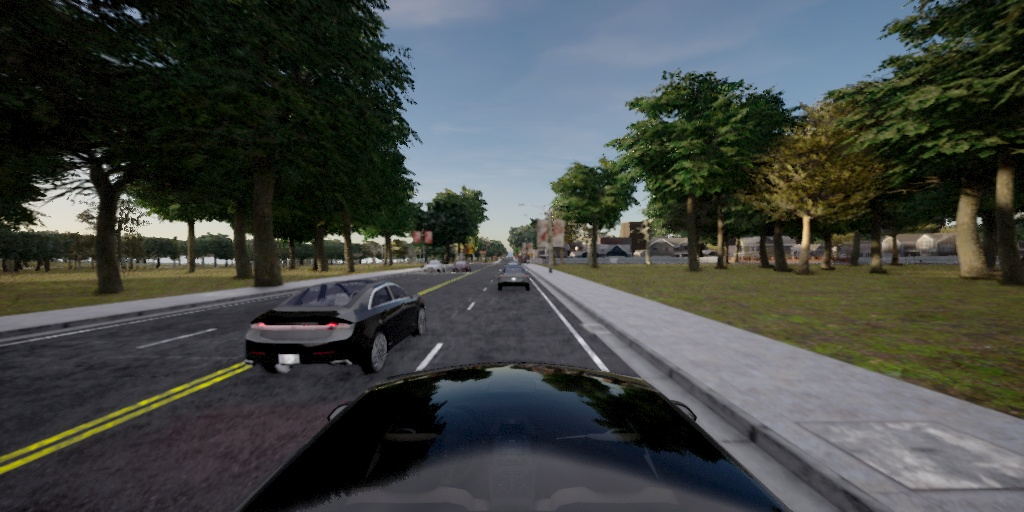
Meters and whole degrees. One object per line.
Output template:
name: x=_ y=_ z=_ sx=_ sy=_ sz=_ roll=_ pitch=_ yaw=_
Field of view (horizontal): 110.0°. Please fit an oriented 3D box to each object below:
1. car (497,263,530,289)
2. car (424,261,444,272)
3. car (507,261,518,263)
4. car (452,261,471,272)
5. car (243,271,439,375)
car: x=0.103 y=1.323 z=22.929 sx=1.994 sy=1.385 sz=4.181 roll=0 pitch=0 yaw=0
car: x=-9.785 y=1.338 z=45.338 sx=1.812 sy=1.442 sz=4.674 roll=0 pitch=0 yaw=0
car: x=0.104 y=1.325 z=41.362 sx=1.812 sy=1.442 sz=4.674 roll=0 pitch=0 yaw=0
car: x=-6.523 y=1.342 z=46.682 sx=1.812 sy=1.442 sz=4.674 roll=0 pitch=0 yaw=0
car: x=-3.148 y=1.241 z=7.489 sx=2.128 sy=1.511 sz=4.902 roll=0 pitch=0 yaw=0
